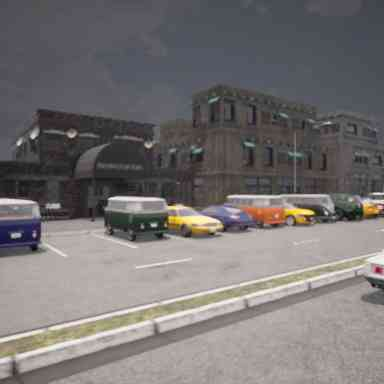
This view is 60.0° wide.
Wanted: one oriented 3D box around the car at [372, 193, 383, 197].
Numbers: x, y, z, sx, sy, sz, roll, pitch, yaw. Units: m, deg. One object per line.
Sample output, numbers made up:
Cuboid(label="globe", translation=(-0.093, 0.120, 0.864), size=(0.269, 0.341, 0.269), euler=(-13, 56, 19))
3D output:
Cuboid(label="car", translation=(15.131, 1.238, 29.501), size=(2.185, 1.767, 4.553), euler=(0, 0, -36))

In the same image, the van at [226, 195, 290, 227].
Cuboid(label="van", translation=(3.768, 1.198, 21.471), size=(1.878, 1.987, 4.442), euler=(0, 0, -36))

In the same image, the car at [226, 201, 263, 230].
Cuboid(label="car", translation=(1.597, 1.476, 19.769), size=(2.002, 1.452, 4.674), euler=(0, 0, -36))

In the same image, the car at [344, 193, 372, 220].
Cuboid(label="car", translation=(10.546, 1.138, 26.215), size=(2.435, 2.045, 5.566), euler=(0, 0, -36))

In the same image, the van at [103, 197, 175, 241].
Cuboid(label="van", translation=(-2.958, 1.237, 16.654), size=(1.878, 1.987, 4.442), euler=(0, 0, -36))

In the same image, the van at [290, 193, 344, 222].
Cuboid(label="van", translation=(8.389, 1.175, 24.492), size=(1.878, 1.987, 4.442), euler=(0, 0, -36))

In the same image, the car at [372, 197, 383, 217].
Cuboid(label="car", translation=(12.911, 1.376, 27.867), size=(2.097, 1.535, 5.008), euler=(0, 0, -36))

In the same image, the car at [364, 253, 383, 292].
Cuboid(label="car", translation=(5.860, 1.548, 7.324), size=(4.718, 1.301, 1.895), euler=(0, 0, -36))

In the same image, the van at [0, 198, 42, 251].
Cuboid(label="van", translation=(-7.440, 1.268, 13.445), size=(1.878, 1.987, 4.442), euler=(0, 0, -36))

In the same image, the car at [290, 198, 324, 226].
Cuboid(label="car", translation=(6.076, 1.412, 22.986), size=(2.097, 1.535, 5.008), euler=(0, 0, -36))

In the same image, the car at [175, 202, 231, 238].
Cuboid(label="car", translation=(-0.538, 1.446, 18.015), size=(1.946, 1.575, 5.366), euler=(0, 0, -36))
